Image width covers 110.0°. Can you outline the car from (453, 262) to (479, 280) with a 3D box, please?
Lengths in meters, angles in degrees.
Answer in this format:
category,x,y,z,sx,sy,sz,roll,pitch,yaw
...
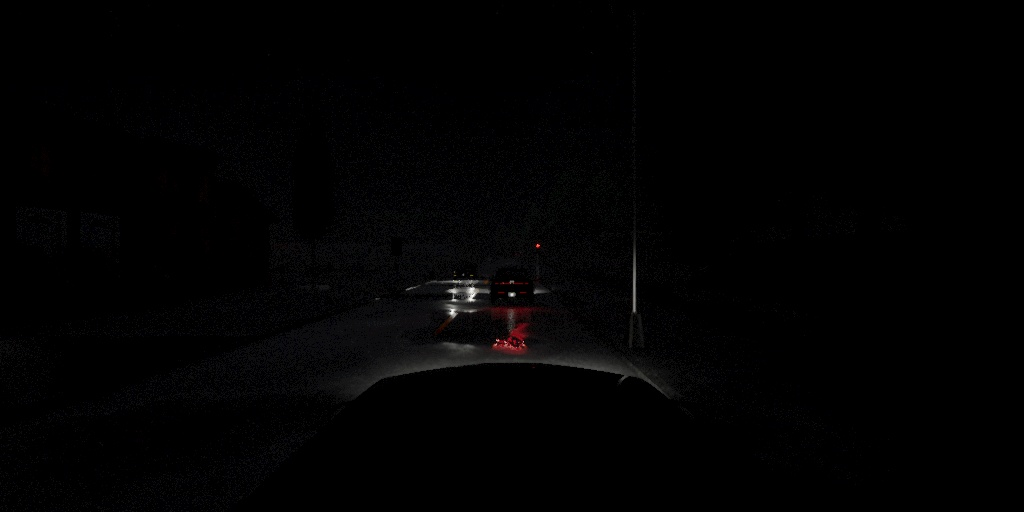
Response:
category,x,y,z,sx,sy,sz,roll,pitch,yaw
car,-4.000,1.308,31.790,1.837,1.490,4.892,0,0,0

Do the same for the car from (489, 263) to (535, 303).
category,x,y,z,sx,sy,sz,roll,pitch,yaw
car,0.000,1.264,16.500,1.837,1.490,4.892,0,0,0
